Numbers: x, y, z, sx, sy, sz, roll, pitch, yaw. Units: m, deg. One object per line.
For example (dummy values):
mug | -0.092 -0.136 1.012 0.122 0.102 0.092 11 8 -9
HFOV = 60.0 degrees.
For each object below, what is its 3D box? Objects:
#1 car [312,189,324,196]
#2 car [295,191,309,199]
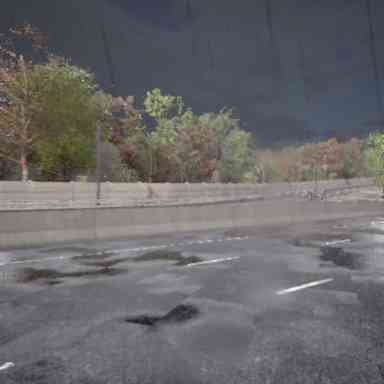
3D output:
car | 32.543 0.176 85.787 2.097 1.767 4.553 0 2 34
car | 23.938 0.636 72.512 2.097 1.767 4.553 0 1 32
